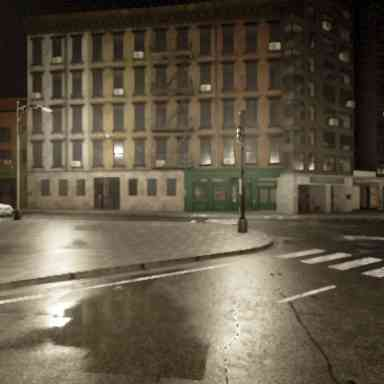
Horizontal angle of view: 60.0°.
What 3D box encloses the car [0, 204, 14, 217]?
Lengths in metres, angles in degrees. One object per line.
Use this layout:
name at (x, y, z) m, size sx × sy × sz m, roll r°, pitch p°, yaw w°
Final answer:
car at (-15.381, 1.101, 24.070) m, size 4.674 × 1.442 × 1.812 m, roll 1°, pitch 0°, yaw 8°
